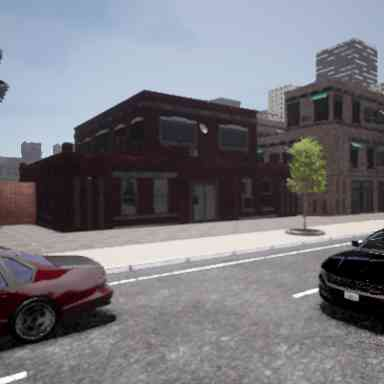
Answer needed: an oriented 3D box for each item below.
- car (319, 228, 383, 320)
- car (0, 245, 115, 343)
[{"bbox_3d":[4.694,1.464,6.974,5.008,1.535,1.882,0,0,-35],"label":"car"},{"bbox_3d":[-3.915,1.549,4.873,5.357,1.411,2.033,0,0,-36],"label":"car"}]
